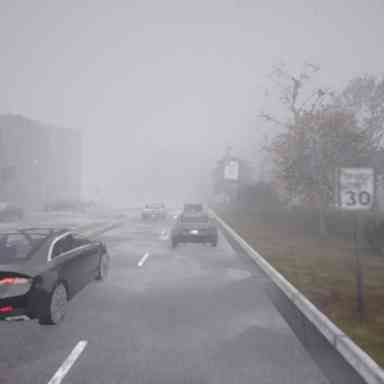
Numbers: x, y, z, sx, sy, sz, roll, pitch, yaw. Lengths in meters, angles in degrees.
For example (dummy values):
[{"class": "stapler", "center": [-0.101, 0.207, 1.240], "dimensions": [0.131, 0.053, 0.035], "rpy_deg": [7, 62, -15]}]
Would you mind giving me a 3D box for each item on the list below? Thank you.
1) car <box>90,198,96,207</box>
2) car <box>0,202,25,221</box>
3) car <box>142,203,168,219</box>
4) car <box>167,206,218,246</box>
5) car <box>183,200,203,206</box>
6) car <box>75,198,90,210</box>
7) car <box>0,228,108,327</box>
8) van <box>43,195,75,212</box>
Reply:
[{"class": "car", "center": [-15.595, 1.562, 49.409], "dimensions": [2.002, 1.452, 4.674], "rpy_deg": [-2, 0, 0]}, {"class": "car", "center": [-15.524, 1.531, 27.370], "dimensions": [2.002, 1.452, 4.674], "rpy_deg": [0, 0, 0]}, {"class": "car", "center": [-3.148, 1.635, 29.104], "dimensions": [1.895, 1.301, 4.718], "rpy_deg": [0, 0, 0]}, {"class": "car", "center": [0.101, 1.582, 15.453], "dimensions": [1.994, 1.385, 4.181], "rpy_deg": [0, 0, 0]}, {"class": "car", "center": [0.100, 1.516, 33.241], "dimensions": [1.882, 1.535, 5.008], "rpy_deg": [0, 0, 0]}, {"class": "car", "center": [-15.565, 1.544, 43.913], "dimensions": [2.163, 1.488, 4.792], "rpy_deg": [0, 0, 0]}, {"class": "car", "center": [-3.150, 1.500, 7.026], "dimensions": [2.128, 1.511, 4.902], "rpy_deg": [0, 0, 0]}, {"class": "van", "center": [-15.550, 1.280, 38.301], "dimensions": [1.878, 1.987, 4.442], "rpy_deg": [0, 0, 0]}]
